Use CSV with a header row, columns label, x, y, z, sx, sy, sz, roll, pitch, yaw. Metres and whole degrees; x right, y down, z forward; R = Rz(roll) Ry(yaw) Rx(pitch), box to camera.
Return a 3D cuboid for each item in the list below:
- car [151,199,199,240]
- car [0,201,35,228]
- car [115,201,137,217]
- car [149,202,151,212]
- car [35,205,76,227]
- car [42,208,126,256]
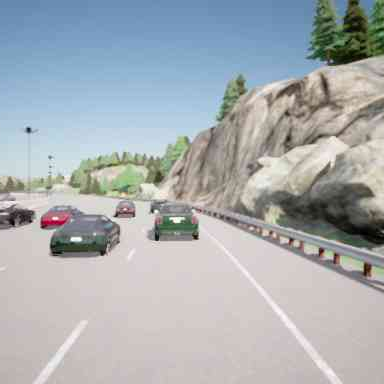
label,x,y,z,sx,sy,sz,roll,pitch,yaw
car,-0.866,1.331,17.135,2.097,1.767,4.553,0,0,-5
car,-11.936,1.486,21.965,2.128,1.511,4.902,0,0,-7
car,-6.180,1.519,31.083,2.033,1.411,5.357,0,0,-10
car,-3.516,1.452,35.796,2.128,1.511,4.902,0,0,-11
car,-8.418,1.552,21.914,1.994,1.385,4.181,0,0,-7
car,-4.030,1.555,13.199,1.994,1.385,4.181,0,0,-4
